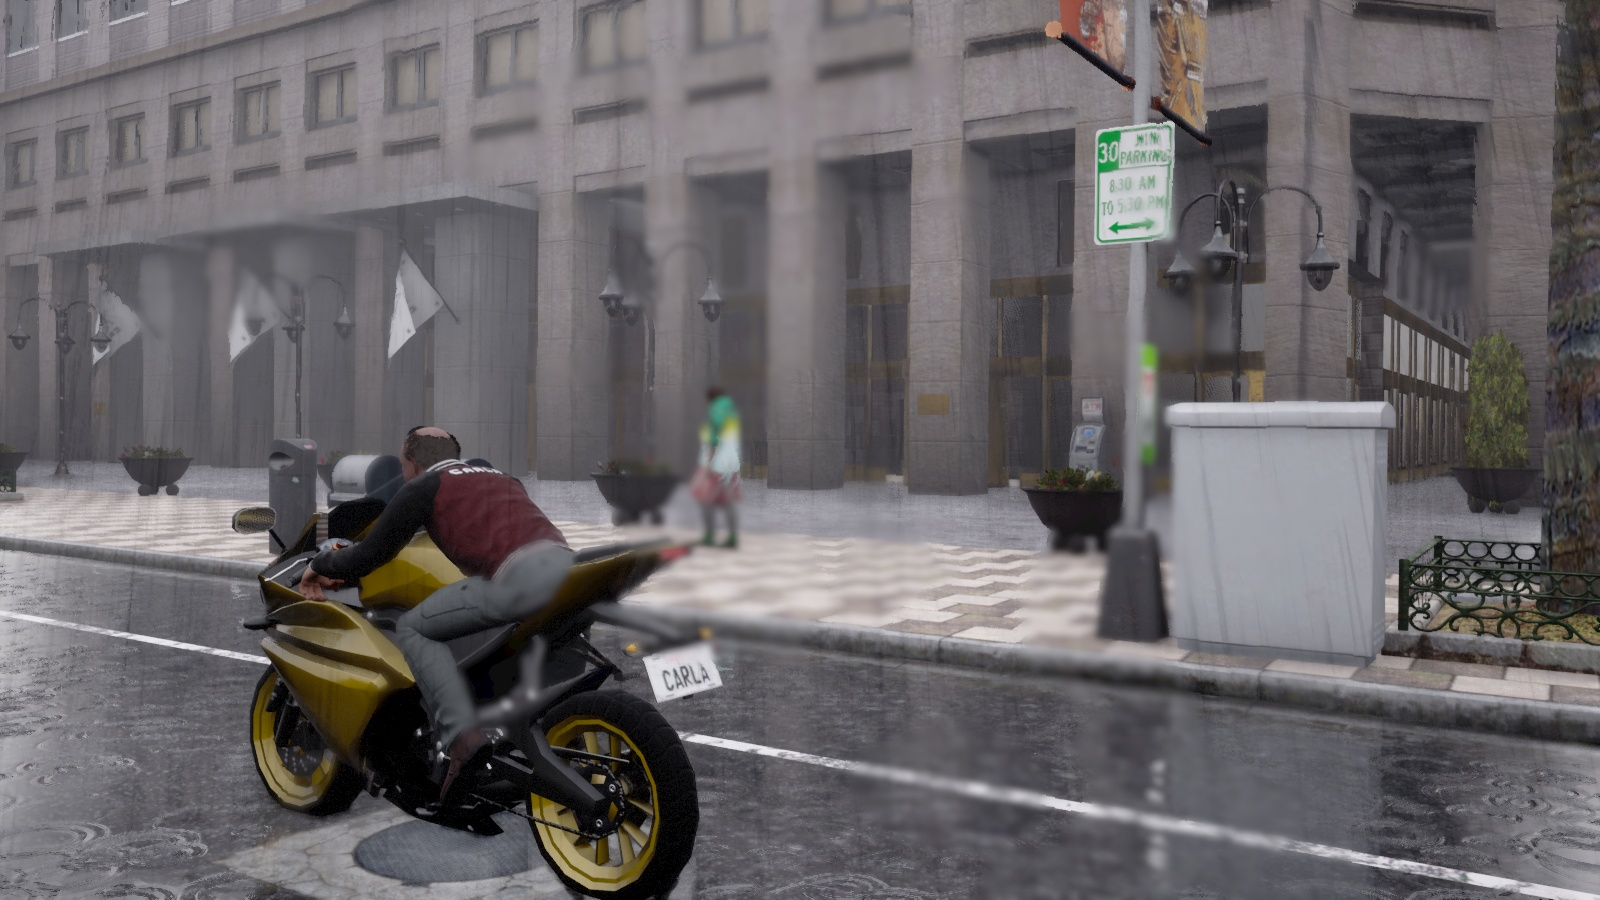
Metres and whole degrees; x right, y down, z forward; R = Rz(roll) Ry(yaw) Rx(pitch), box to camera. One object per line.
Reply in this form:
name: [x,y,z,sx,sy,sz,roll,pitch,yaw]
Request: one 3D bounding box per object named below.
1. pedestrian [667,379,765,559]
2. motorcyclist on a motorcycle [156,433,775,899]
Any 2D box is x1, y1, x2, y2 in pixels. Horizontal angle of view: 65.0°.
pedestrian: [-0.934,0.204,14.103,0.873,1.952,0.659,0,1,23]
motorcyclist on a motorcycle: [-1.241,0.717,4.448,2.191,1.530,0.866,0,1,34]
